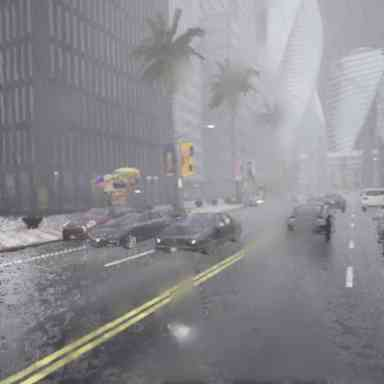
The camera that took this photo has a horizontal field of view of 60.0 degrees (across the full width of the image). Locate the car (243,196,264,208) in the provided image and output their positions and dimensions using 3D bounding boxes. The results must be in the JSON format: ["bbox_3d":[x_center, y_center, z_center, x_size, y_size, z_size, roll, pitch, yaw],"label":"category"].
[{"bbox_3d":[8.215,1.268,44.167,2.231,1.521,4.892,-2,0,26],"label":"car"}]

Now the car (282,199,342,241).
[{"bbox_3d":[5.666,1.328,15.701,2.128,1.511,4.902,-2,0,26],"label":"car"}]

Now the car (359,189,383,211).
[{"bbox_3d":[17.389,0.702,31.777,2.150,2.045,5.566,-2,0,26],"label":"car"}]

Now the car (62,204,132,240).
[{"bbox_3d":[-4.663,1.522,17.766,2.185,1.767,4.553,-2,0,26],"label":"car"}]

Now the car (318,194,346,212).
[{"bbox_3d":[13.922,0.944,32.645,2.097,1.767,4.553,-2,0,26],"label":"car"}]

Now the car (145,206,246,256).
[{"bbox_3d":[0.551,1.545,13.641,2.033,1.411,5.357,-2,0,26],"label":"car"}]

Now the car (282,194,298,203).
[{"bbox_3d":[15.165,1.065,51.538,2.128,1.511,4.902,-2,0,26],"label":"car"}]

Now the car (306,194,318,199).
[{"bbox_3d":[18.448,1.031,50.281,1.994,1.385,4.181,-2,0,26],"label":"car"}]

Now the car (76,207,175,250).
[{"bbox_3d":[-2.612,1.605,15.144,1.837,1.490,4.892,-2,0,26],"label":"car"}]

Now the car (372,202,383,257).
[{"bbox_3d":[7.456,1.279,11.405,1.837,1.490,4.892,-2,0,26],"label":"car"}]
